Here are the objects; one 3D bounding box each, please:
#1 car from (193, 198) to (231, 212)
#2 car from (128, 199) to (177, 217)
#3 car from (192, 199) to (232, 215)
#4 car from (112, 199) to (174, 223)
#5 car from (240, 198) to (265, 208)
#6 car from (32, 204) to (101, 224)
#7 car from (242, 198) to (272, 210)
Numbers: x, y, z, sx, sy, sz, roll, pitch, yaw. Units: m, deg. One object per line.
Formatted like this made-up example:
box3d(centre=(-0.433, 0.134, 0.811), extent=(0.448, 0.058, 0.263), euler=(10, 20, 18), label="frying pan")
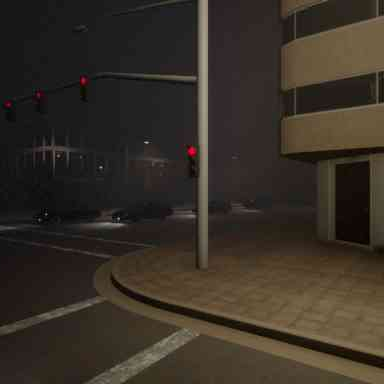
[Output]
box3d(centre=(2.548, 1.547, 40.856), extent=(2.033, 1.411, 5.357), euler=(0, 0, 36), label="car")
box3d(centre=(-3.724, 1.505, 32.229), extent=(1.837, 1.490, 4.892), euler=(0, 0, 36), label="car")
box3d(centre=(2.167, 1.547, 34.384), extent=(2.033, 1.411, 5.357), euler=(0, 0, 36), label="car")
box3d(centre=(-3.753, 1.547, 26.236), extent=(2.033, 1.411, 5.357), euler=(0, 0, 36), label="car")
box3d(centre=(9.154, 1.564, 49.879), extent=(1.994, 1.385, 4.181), euler=(0, 0, 37), label="car")
box3d(centre=(-9.196, 1.601, 24.694), extent=(1.895, 1.301, 4.718), euler=(0, 0, 36), label="car")
box3d(centre=(8.734, 1.547, 43.405), extent=(2.033, 1.411, 5.357), euler=(0, 0, 36), label="car")
